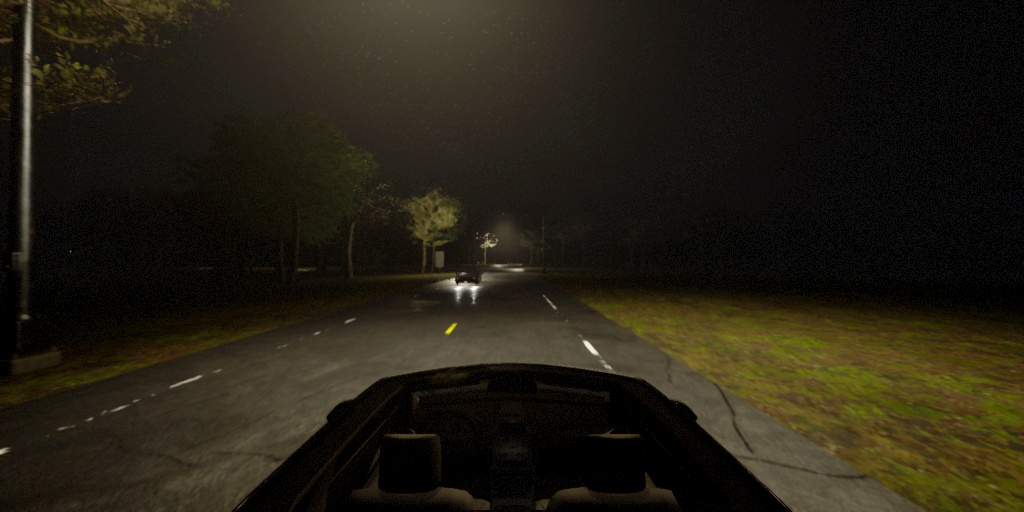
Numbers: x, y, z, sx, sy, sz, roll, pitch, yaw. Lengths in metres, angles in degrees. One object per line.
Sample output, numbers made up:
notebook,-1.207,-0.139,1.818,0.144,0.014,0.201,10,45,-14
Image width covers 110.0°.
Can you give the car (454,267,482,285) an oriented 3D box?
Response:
car,-3.579,1.668,30.372,2.033,1.411,5.357,0,-1,0
